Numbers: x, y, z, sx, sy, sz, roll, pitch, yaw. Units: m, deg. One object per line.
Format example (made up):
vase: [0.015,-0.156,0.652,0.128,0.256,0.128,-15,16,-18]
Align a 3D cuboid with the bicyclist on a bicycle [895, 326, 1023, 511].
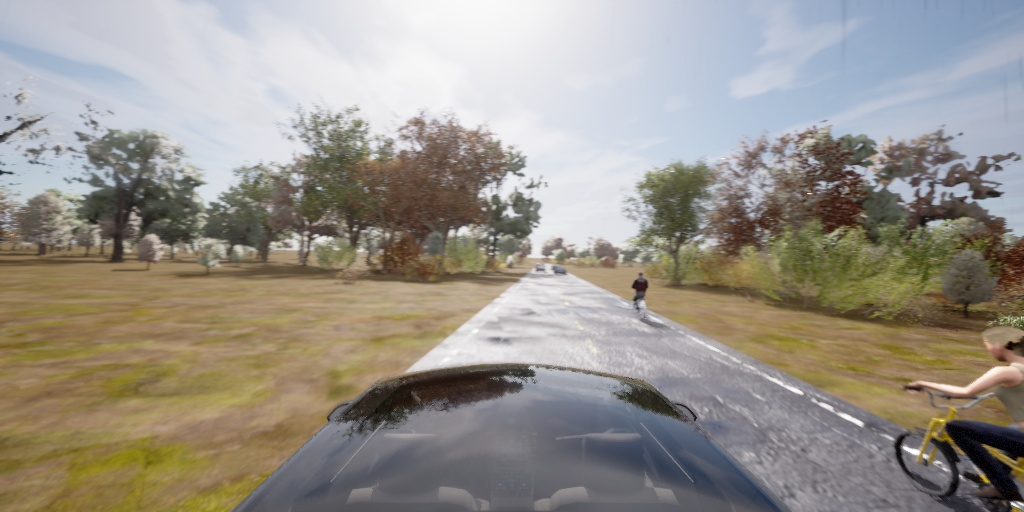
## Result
bicyclist on a bicycle: [3.729,1.337,2.793,0.866,1.612,1.509,2,-1,5]

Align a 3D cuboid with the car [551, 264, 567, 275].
car: [7.655,2.256,57.243,1.994,1.385,4.181,2,-1,5]

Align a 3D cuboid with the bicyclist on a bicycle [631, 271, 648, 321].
bicyclist on a bicycle: [4.640,1.432,13.172,0.659,1.776,1.843,2,0,5]

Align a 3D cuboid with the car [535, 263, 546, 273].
car: [5.080,2.193,63.731,1.812,1.442,4.674,2,-1,5]
